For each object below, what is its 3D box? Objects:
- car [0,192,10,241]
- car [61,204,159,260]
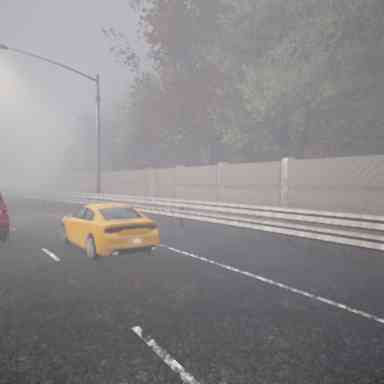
[{"bbox_3d":[-8.801,0.798,13.200,2.150,2.045,5.566,-1,2,-38],"label":"car"},{"bbox_3d":[-2.937,1.125,11.158,1.882,1.535,5.008,-1,2,-35],"label":"car"}]
